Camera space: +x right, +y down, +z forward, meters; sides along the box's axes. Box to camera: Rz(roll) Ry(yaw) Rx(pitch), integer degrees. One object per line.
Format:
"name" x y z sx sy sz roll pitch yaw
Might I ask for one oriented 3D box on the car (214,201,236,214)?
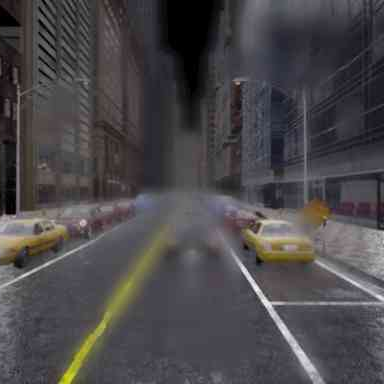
"car" 2.767 1.539 22.688 1.887 1.381 4.507 0 0 0

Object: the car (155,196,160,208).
"car" -5.757 1.571 45.087 1.802 1.307 4.206 0 0 0

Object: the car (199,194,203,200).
"car" 2.769 1.531 61.904 1.887 1.381 4.507 0 0 0

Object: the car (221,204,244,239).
"car" 2.767 1.541 17.087 1.887 1.381 4.507 0 0 0

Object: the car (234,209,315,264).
"car" 2.766 1.523 11.654 1.752 1.417 4.829 0 0 0

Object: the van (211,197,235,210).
"van" 2.768 1.334 28.290 1.690 1.788 3.998 0 0 0

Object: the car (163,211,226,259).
"car" 0.039 1.598 12.505 1.895 1.301 4.718 0 0 1

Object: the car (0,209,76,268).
"car" -5.759 1.522 11.307 1.752 1.417 4.829 0 0 0

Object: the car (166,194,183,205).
"car" -3.054 1.491 58.258 1.837 1.490 4.892 0 0 0

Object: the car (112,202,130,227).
"car" -5.758 1.539 22.680 1.887 1.381 4.507 0 0 0

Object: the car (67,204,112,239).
"car" -5.758 1.436 17.078 1.967 1.590 4.097 0 0 0

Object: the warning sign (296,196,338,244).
"warning sign" 5.065 1.112 13.564 1.300 1.860 1.060 0 0 0

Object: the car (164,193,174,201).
"car" -5.755 1.299 84.300 2.192 1.841 5.009 0 0 0

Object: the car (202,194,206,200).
"car" 2.768 1.429 45.097 1.967 1.590 4.097 0 0 0

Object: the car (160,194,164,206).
"car" -5.757 1.428 50.690 1.967 1.590 4.097 0 0 0

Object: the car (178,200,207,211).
"car" 0.040 1.594 27.503 1.895 1.301 4.718 0 0 1

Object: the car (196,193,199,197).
"car" 2.769 1.550 84.312 1.947 1.339 4.313 0 0 0

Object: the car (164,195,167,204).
"car" -5.757 1.552 56.291 1.947 1.339 4.313 0 0 0

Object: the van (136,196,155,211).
"van" -5.757 1.331 39.486 1.690 1.788 3.998 0 0 0

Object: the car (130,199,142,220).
"car" -5.758 1.537 28.283 1.887 1.381 4.507 0 0 0

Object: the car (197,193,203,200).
"car" 2.769 1.550 78.711 1.947 1.339 4.313 0 0 0

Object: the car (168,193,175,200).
"car" -5.754 1.329 95.397 1.690 1.788 3.998 0 0 0

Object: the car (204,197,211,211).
"car" 2.768 1.535 39.496 1.887 1.381 4.507 0 0 0

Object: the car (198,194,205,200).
"car" 2.770 1.426 95.517 1.967 1.590 4.097 0 0 0

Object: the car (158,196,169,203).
"car" -5.756 1.550 67.494 1.947 1.339 4.313 0 0 0

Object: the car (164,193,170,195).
"car" -5.756 1.426 61.893 1.967 1.590 4.097 0 0 0
